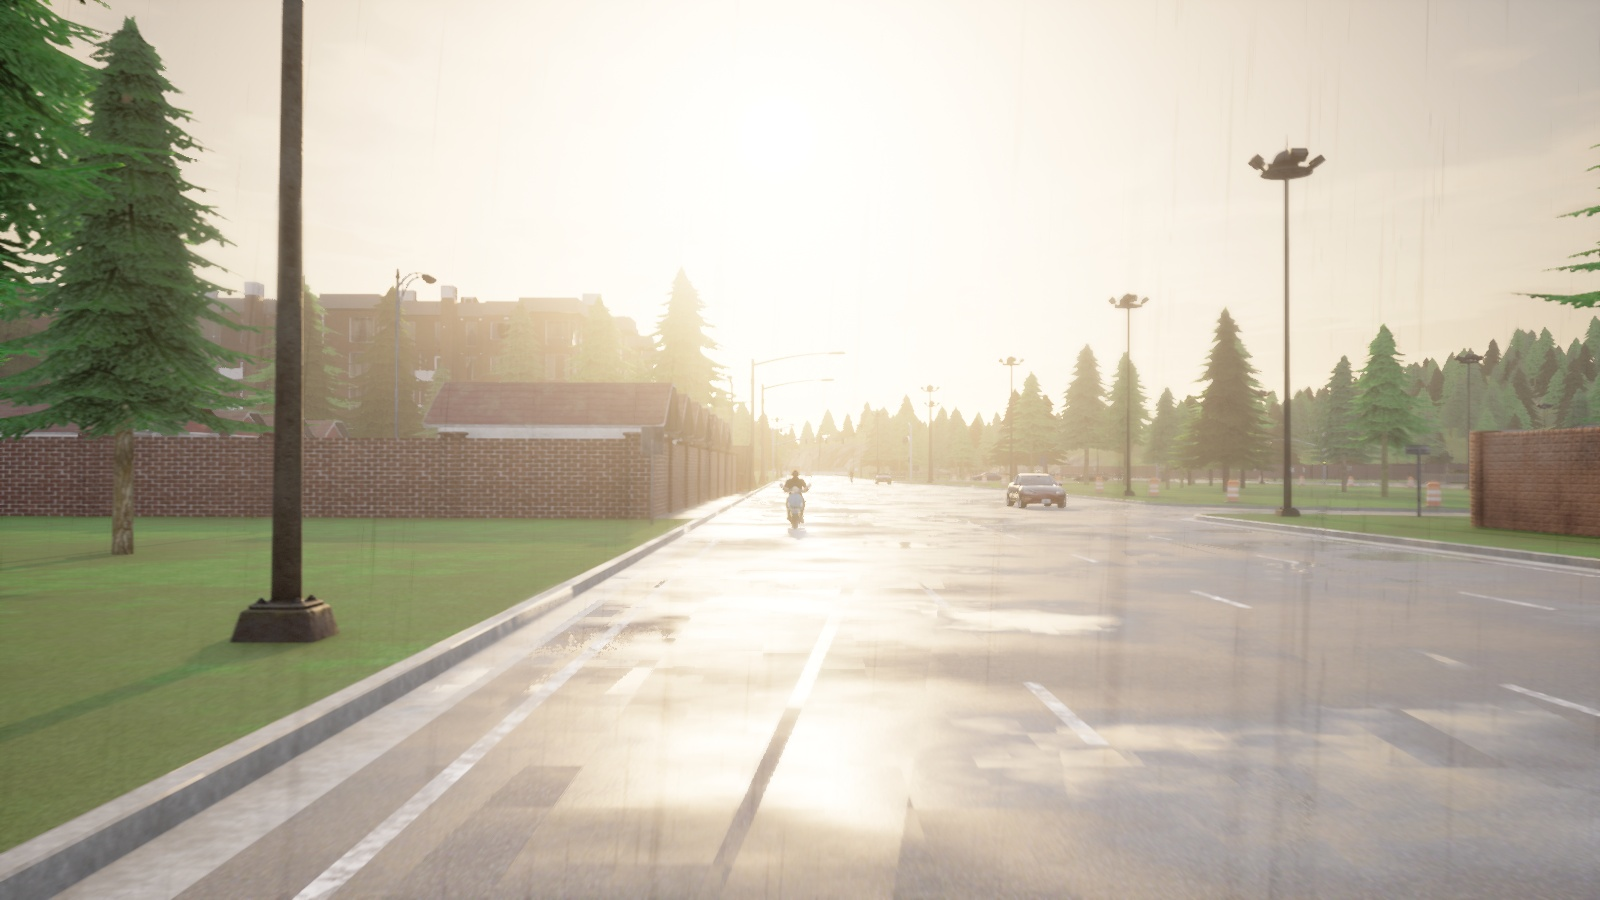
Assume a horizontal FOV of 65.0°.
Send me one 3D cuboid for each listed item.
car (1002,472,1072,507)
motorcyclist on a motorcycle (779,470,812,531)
[{"bbox_3d":[10.315,1.694,55.015,2.163,1.488,4.792,0,-1,0],"label":"car"},{"bbox_3d":[-0.114,1.335,33.823,0.866,1.590,1.817,0,-1,0],"label":"motorcyclist on a motorcycle"}]
